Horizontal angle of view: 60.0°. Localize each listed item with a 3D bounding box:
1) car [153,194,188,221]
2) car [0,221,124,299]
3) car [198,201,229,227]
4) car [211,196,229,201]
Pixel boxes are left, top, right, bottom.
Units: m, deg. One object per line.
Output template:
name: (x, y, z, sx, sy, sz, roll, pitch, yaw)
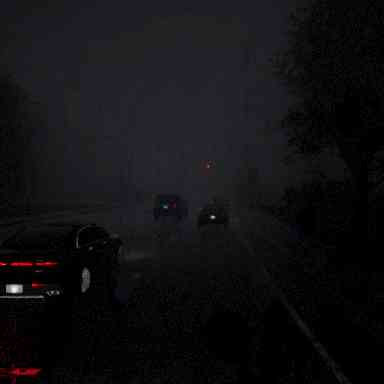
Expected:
car: (-1.645, 1.170, 26.886, 2.150, 2.045, 5.566, 0, 0, 6)
car: (-3.096, 1.494, 8.421, 1.837, 1.490, 4.892, 0, 0, 2)
car: (1.471, 1.535, 22.694, 1.994, 1.385, 4.181, 0, 0, 5)
car: (3.315, 1.232, 39.823, 2.097, 1.767, 4.553, 0, 0, 6)
